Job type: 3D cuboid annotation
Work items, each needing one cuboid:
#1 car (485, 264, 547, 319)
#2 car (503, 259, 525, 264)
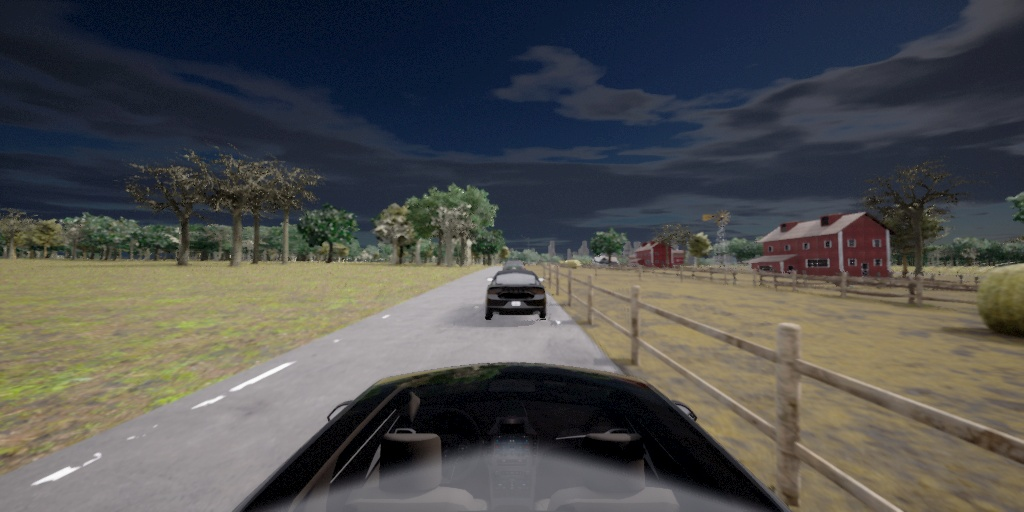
[{"bbox_3d":[0.125,1.204,12.694,1.882,1.535,5.008,0,0,0],"label":"car"},{"bbox_3d":[0.175,1.079,32.869,2.097,1.767,4.553,0,0,0],"label":"car"}]
